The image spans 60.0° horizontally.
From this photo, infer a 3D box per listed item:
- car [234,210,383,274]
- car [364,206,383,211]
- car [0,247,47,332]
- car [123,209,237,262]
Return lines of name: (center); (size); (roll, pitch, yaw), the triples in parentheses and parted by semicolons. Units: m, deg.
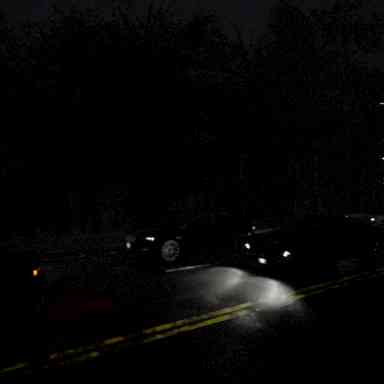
car: (4.094, 1.470, 10.477); (5.357, 1.411, 2.033); (0, 1, -34)
car: (10.708, 1.488, 19.020); (4.718, 1.301, 1.895); (0, 1, -35)
car: (-4.603, 1.425, 4.438); (4.892, 1.490, 1.837); (0, 1, -35)
car: (0.064, 1.373, 11.636); (4.902, 1.511, 2.128); (0, 1, -35)
